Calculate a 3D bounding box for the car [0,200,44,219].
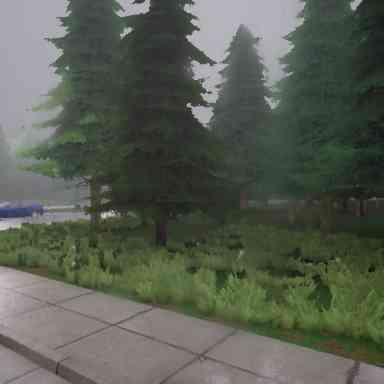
[{"bbox_3d":[-14.518,1.451,26.758,1.882,1.535,5.008,0,0,34],"label":"car"}]
